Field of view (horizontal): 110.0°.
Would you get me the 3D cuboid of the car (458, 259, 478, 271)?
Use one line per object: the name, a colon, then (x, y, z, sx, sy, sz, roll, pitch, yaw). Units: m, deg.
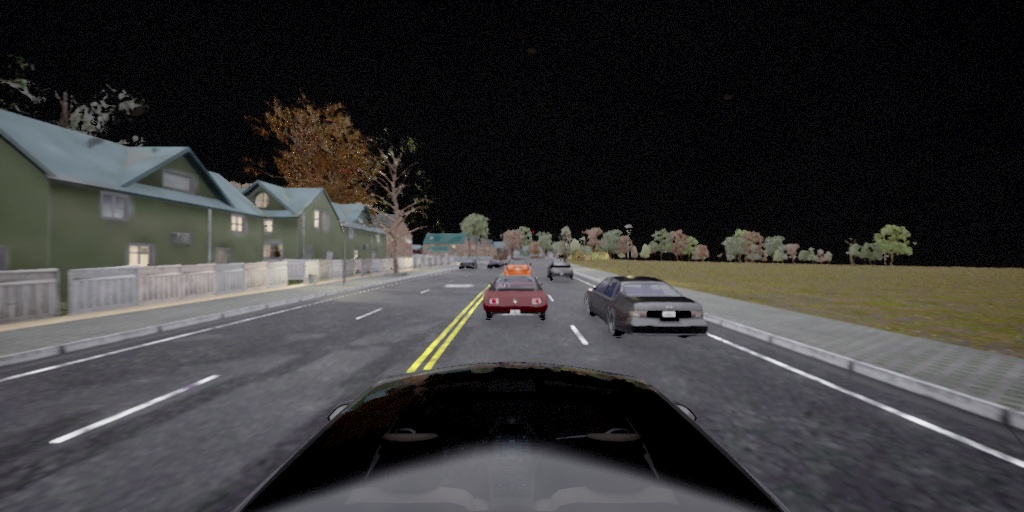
car: (-5.479, 1.086, 45.850, 2.033, 1.411, 5.357, 0, 0, 3)

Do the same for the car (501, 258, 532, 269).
car: (0.503, 0.964, 28.553, 2.097, 1.767, 4.553, 0, 0, 2)

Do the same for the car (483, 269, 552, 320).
car: (0.143, 1.294, 12.375, 1.895, 1.301, 4.718, 0, 0, 1)

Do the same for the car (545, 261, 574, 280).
car: (3.761, 1.104, 28.737, 2.128, 1.511, 4.902, 0, 0, 2)

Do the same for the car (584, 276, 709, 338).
car: (3.343, 1.254, 10.042, 2.033, 1.411, 5.357, 0, 0, 1)

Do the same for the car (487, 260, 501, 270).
car: (-2.174, 1.133, 46.739, 1.895, 1.301, 4.718, 0, 0, 3)
